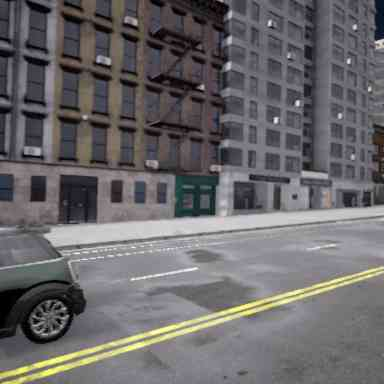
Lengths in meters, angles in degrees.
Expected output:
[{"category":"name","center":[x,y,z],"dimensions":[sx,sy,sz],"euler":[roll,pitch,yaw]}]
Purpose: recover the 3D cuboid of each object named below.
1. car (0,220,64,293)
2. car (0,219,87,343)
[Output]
[{"category":"car","center":[-5.925,1.550,7.442],"dimensions":[5.357,1.411,2.033],"euler":[0,0,-36]},{"category":"car","center":[-4.018,1.355,4.810],"dimensions":[4.553,1.767,2.097],"euler":[0,0,-36]}]
